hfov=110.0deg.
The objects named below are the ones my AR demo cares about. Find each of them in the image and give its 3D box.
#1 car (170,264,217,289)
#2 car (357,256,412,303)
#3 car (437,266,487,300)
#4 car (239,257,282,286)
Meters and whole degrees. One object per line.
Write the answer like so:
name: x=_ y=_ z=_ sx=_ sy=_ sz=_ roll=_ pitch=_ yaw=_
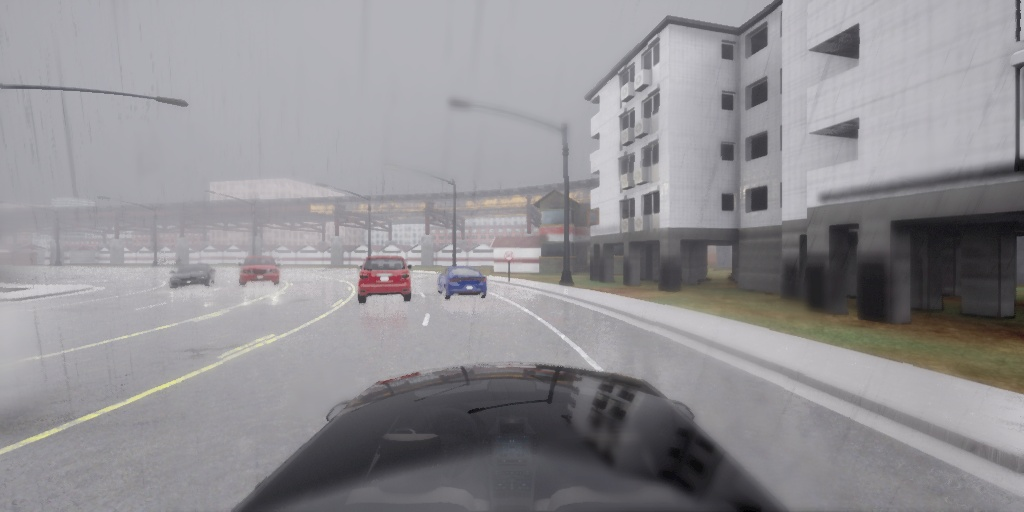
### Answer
car: x=-20.774 y=1.310 z=23.550 sx=1.837 sy=1.490 sz=4.892 roll=0 pitch=0 yaw=-35
car: x=-5.947 y=1.008 z=16.951 sx=2.150 sy=2.045 sz=5.566 roll=0 pitch=0 yaw=-18
car: x=-2.609 y=1.235 z=18.002 sx=1.882 sy=1.535 sz=5.008 roll=0 pitch=0 yaw=-18
car: x=-17.901 y=1.076 z=25.549 sx=2.150 sy=2.045 sz=5.566 roll=0 pitch=0 yaw=-35
